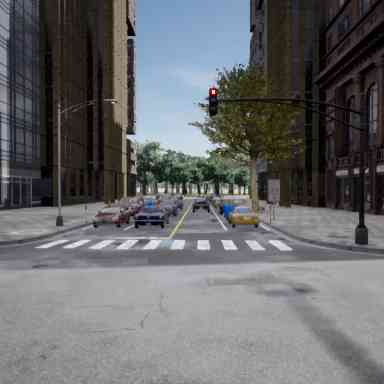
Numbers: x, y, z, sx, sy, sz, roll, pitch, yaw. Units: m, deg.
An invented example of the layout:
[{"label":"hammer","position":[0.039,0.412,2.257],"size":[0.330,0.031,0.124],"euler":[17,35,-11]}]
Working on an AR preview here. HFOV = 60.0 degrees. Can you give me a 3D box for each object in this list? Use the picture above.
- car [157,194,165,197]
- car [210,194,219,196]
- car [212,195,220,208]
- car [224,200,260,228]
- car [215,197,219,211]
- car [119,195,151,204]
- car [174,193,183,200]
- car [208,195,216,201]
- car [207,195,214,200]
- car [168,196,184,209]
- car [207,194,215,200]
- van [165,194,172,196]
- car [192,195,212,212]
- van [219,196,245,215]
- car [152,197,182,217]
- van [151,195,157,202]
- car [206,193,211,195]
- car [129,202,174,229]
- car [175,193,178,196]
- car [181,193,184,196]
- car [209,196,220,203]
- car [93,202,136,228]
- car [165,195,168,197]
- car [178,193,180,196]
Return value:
[{"label":"car","position":[-4.794,1.269,39.003],"size":[2.192,1.841,5.009],"euler":[-1,0,1]},{"label":"car","position":[4.006,1.471,50.160],"size":[1.887,1.381,4.507],"euler":[-1,0,1]},{"label":"car","position":[3.873,1.465,44.653],"size":[1.752,1.417,4.829],"euler":[-1,0,1]},{"label":"car","position":[3.324,1.508,21.941],"size":[1.752,1.417,4.829],"euler":[-1,0,1]},{"label":"car","position":[3.595,1.531,33.128],"size":[1.947,1.339,4.313],"euler":[-1,0,1]},{"label":"car","position":[-5.068,1.290,27.647],"size":[2.192,1.841,5.009],"euler":[-1,0,1]},{"label":"car","position":[-3.560,1.128,90.104],"size":[2.192,1.841,5.009],"euler":[0,0,1]},{"label":"car","position":[4.691,1.429,78.548],"size":[1.802,1.307,4.206],"euler":[0,0,1]},{"label":"car","position":[4.965,1.379,89.903],"size":[1.947,1.339,4.313],"euler":[0,0,1]},{"label":"car","position":[-2.052,1.549,41.299],"size":[1.895,1.301,4.718],"euler":[0,0,1]},{"label":"car","position":[4.831,1.355,84.395],"size":[1.752,1.417,4.829],"euler":[0,0,1]},{"label":"van","position":[-4.382,1.252,56.037],"size":[1.690,1.788,3.998],"euler":[0,0,1]},{"label":"car","position":[1.067,1.459,38.457],"size":[1.837,1.490,4.892],"euler":[0,0,1]},{"label":"van","position":[3.455,1.316,27.450],"size":[1.690,1.788,3.998],"euler":[-1,0,1]},{"label":"car","position":[-2.299,1.474,31.237],"size":[1.837,1.490,4.892],"euler":[0,0,2]},{"label":"van","position":[-4.931,1.306,33.325],"size":[1.690,1.788,3.998],"euler":[-1,0,1]},{"label":"car","position":[4.277,1.211,61.515],"size":[2.192,1.841,5.009],"euler":[-1,0,1]},{"label":"car","position":[-2.529,1.584,21.901],"size":[1.895,1.301,4.718],"euler":[0,0,1]},{"label":"car","position":[-4.244,1.336,61.715],"size":[1.967,1.590,4.097],"euler":[0,0,1]},{"label":"car","position":[-3.695,1.375,84.427],"size":[1.887,1.381,4.507],"euler":[0,0,1]},{"label":"car","position":[4.416,1.431,67.193],"size":[2.008,1.369,4.403],"euler":[-1,0,1]},{"label":"car","position":[-5.202,1.565,21.968],"size":[1.802,1.307,4.206],"euler":[-1,0,1]},{"label":"car","position":[-4.654,1.491,44.682],"size":[2.008,1.369,4.403],"euler":[-1,0,1]},{"label":"car","position":[-4.106,1.425,67.393],"size":[1.887,1.381,4.507],"euler":[0,0,1]}]
